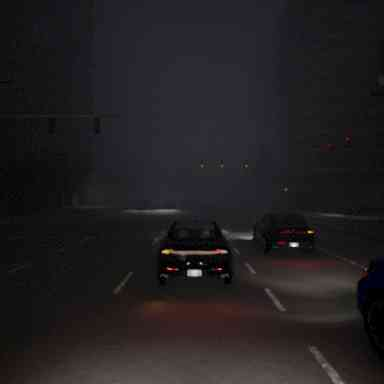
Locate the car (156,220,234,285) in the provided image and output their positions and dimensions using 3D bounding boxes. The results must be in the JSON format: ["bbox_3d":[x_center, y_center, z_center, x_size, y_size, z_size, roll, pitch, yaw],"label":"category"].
[{"bbox_3d":[0.076,1.551,9.632,2.128,1.511,4.902,0,0,0],"label":"car"}]

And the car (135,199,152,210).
[{"bbox_3d":[-7.015,1.793,48.346,1.837,1.490,4.892,0,0,0],"label":"car"}]

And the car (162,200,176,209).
[{"bbox_3d":[-3.499,1.904,50.979,1.895,1.301,4.718,0,0,1],"label":"car"}]

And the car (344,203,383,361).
[{"bbox_3d":[3.605,1.240,2.753,2.150,2.045,5.566,0,0,0],"label":"car"}]

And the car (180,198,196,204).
[{"bbox_3d":[-1.024,2.000,72.928,1.895,1.301,4.718,0,0,-27],"label":"car"}]

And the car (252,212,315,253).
[{"bbox_3d":[3.736,1.592,14.085,1.837,1.490,4.892,0,0,4],"label":"car"}]

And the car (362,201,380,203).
[{"bbox_3d":[18.674,1.737,35.291,4.674,1.442,1.812,0,0,0],"label":"car"}]
